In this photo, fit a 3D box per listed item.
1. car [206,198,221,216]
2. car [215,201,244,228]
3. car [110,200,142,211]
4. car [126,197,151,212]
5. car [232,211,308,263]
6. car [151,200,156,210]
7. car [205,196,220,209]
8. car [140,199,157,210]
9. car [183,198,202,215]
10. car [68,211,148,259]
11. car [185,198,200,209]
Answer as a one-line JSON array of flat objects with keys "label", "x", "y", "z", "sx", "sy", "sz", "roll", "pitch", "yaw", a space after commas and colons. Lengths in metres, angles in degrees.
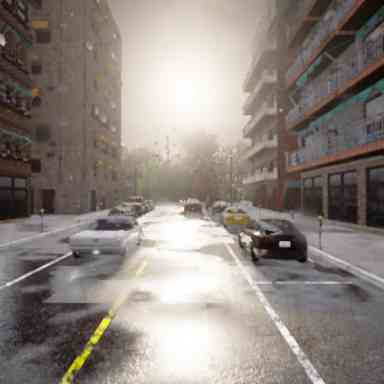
[{"label": "car", "x": 2.838, "y": 1.636, "z": 33.644, "sx": 2.008, "sy": 1.369, "sz": 4.403, "roll": 1, "pitch": 0, "yaw": 0}, {"label": "car", "x": 2.838, "y": 1.582, "z": 22.677, "sx": 1.752, "sy": 1.417, "sz": 4.829, "roll": 1, "pitch": 0, "yaw": 0}, {"label": "car", "x": -5.809, "y": 1.622, "z": 28.108, "sx": 2.008, "sy": 1.369, "sz": 4.403, "roll": 1, "pitch": 0, "yaw": 0}, {"label": "car", "x": -5.806, "y": 1.401, "z": 33.677, "sx": 2.192, "sy": 1.841, "sz": 5.009, "roll": 1, "pitch": 0, "yaw": 0}, {"label": "car", "x": 2.772, "y": 1.596, "z": 12.013, "sx": 1.947, "sy": 1.339, "sz": 4.313, "roll": 1, "pitch": 0, "yaw": 0}, {"label": "car", "x": -5.809, "y": 1.666, "z": 39.245, "sx": 1.947, "sy": 1.339, "sz": 4.313, "roll": 1, "pitch": 0, "yaw": 0}, {"label": "car", "x": 2.841, "y": 1.429, "z": 44.779, "sx": 2.192, "sy": 1.841, "sz": 5.009, "roll": 1, "pitch": 0, "yaw": 0}, {"label": "car", "x": -5.810, "y": 1.697, "z": 44.813, "sx": 1.802, "sy": 1.307, "sz": 4.206, "roll": 1, "pitch": 0, "yaw": 0}, {"label": "car", "x": 0.100, "y": 1.568, "z": 35.762, "sx": 1.882, "sy": 1.535, "sz": 5.008, "roll": 0, "pitch": 0, "yaw": 0}, {"label": "car", "x": -3.073, "y": 1.633, "z": 12.878, "sx": 1.895, "sy": 1.301, "sz": 4.718, "roll": 0, "pitch": 0, "yaw": 0}, {"label": "car", "x": 0.083, "y": 1.617, "z": 48.978, "sx": 2.128, "sy": 1.511, "sz": 4.902, "roll": 0, "pitch": 0, "yaw": -1}]
